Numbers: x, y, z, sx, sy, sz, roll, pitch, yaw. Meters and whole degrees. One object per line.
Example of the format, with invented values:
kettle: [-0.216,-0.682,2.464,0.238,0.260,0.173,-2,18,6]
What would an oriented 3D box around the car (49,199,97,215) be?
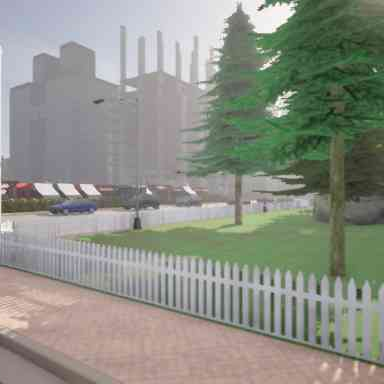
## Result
car: [-11.975,1.481,33.797,1.882,1.535,5.008,0,0,34]

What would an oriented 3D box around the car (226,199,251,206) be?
car: [6.928,1.602,48.918,1.895,1.301,4.718,0,0,34]

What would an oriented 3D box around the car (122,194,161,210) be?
car: [-6.325,1.224,42.155,2.150,2.045,5.566,0,0,34]

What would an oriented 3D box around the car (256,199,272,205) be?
car: [12.628,1.505,57.360,1.837,1.490,4.892,0,0,34]

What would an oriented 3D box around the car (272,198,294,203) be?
car: [15.639,1.491,55.553,2.128,1.511,4.902,0,0,34]

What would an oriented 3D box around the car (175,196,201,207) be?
car: [-0.534,1.354,50.657,2.097,1.767,4.553,0,0,34]
